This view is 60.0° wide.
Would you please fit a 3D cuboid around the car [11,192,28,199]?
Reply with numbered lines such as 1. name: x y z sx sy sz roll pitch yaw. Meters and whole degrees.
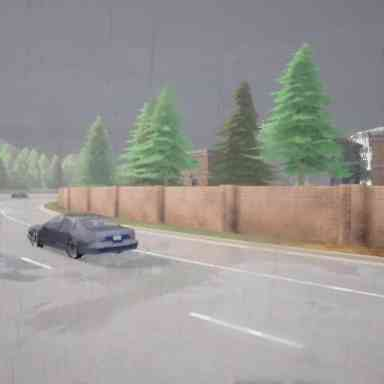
1. car: -39.545 0.769 76.405 1.837 1.490 4.892 1 0 2

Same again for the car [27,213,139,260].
1. car: -4.197 1.475 12.263 5.357 1.411 2.033 1 0 43
